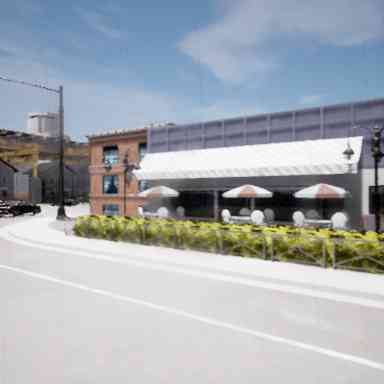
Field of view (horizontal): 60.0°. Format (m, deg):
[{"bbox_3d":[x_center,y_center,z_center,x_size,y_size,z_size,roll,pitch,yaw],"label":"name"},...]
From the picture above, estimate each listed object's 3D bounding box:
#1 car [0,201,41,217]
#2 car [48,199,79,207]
[{"bbox_3d":[-16.820,1.592,32.443,2.128,1.511,4.902,0,0,10],"label":"car"},{"bbox_3d":[-21.126,1.756,54.533,1.895,1.301,4.718,0,0,34],"label":"car"}]
